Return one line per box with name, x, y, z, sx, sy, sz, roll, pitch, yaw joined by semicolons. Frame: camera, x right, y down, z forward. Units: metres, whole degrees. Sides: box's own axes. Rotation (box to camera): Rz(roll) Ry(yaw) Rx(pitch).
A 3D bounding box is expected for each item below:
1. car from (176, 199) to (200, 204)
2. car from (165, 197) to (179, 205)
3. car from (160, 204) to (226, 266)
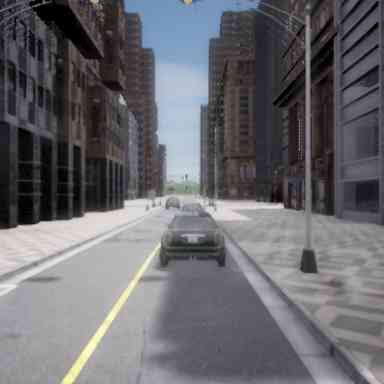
car;0.038;1.663;27.244;2.097;1.767;4.553;0;-1;0
car;-3.047;1.805;53.325;2.150;2.045;5.566;0;-1;1
car;0.042;1.493;12.250;2.097;1.767;4.553;0;-1;0
